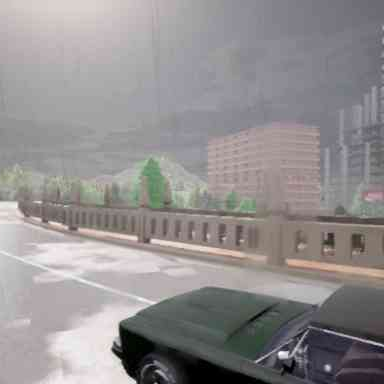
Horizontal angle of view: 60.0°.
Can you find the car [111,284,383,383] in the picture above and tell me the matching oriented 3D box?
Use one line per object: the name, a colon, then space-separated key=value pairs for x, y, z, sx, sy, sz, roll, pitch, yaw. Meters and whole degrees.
car: x=1.428 y=1.614 z=3.069 sx=4.718 sy=1.301 sz=1.895 roll=0 pitch=0 yaw=36
